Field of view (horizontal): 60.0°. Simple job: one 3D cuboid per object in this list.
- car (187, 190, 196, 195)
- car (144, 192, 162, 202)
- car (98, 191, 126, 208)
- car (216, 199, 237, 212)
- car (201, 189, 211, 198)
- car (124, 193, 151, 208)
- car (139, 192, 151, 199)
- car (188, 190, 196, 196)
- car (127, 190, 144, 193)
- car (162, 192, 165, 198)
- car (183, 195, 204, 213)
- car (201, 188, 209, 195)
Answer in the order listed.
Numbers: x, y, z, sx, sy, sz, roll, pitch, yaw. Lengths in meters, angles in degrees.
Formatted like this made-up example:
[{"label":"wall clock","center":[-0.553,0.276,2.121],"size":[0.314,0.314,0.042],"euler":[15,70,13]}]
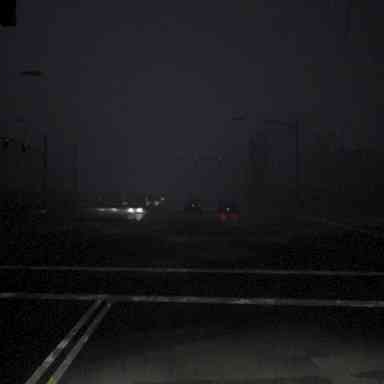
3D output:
[{"label":"car","center":[-0.011,0.364,78.612],"size":[2.097,1.767,4.553],"euler":[0,1,0]},{"label":"car","center":[-7.044,0.911,60.588],"size":[1.882,1.535,5.008],"euler":[0,1,0]},{"label":"car","center":[-10.591,0.935,43.653],"size":[2.150,2.045,5.566],"euler":[0,1,0]},{"label":"car","center":[3.594,1.407,35.284],"size":[1.895,1.301,4.718],"euler":[0,1,0]},{"label":"car","center":[3.489,0.533,78.646],"size":[1.812,1.442,4.674],"euler":[0,1,0]},{"label":"car","center":[-7.094,1.209,43.442],"size":[2.128,1.511,4.902],"euler":[0,1,0]},{"label":"car","center":[-10.510,0.711,74.619],"size":[1.895,1.301,4.718],"euler":[0,1,0]},{"label":"car","center":[-0.012,0.139,88.646],"size":[2.033,1.411,5.357],"euler":[0,1,0]},{"label":"car","center":[-10.553,0.684,59.196],"size":[2.150,2.045,5.566],"euler":[0,1,1]},{"label":"car","center":[-7.010,0.650,74.842],"size":[2.033,1.411,5.357],"euler":[0,1,0]},{"label":"car","center":[0.096,1.357,34.831],"size":[2.033,1.411,5.357],"euler":[0,0,0]},{"label":"car","center":[3.488,-0.044,88.612],"size":[2.097,1.767,4.553],"euler":[0,1,0]}]
